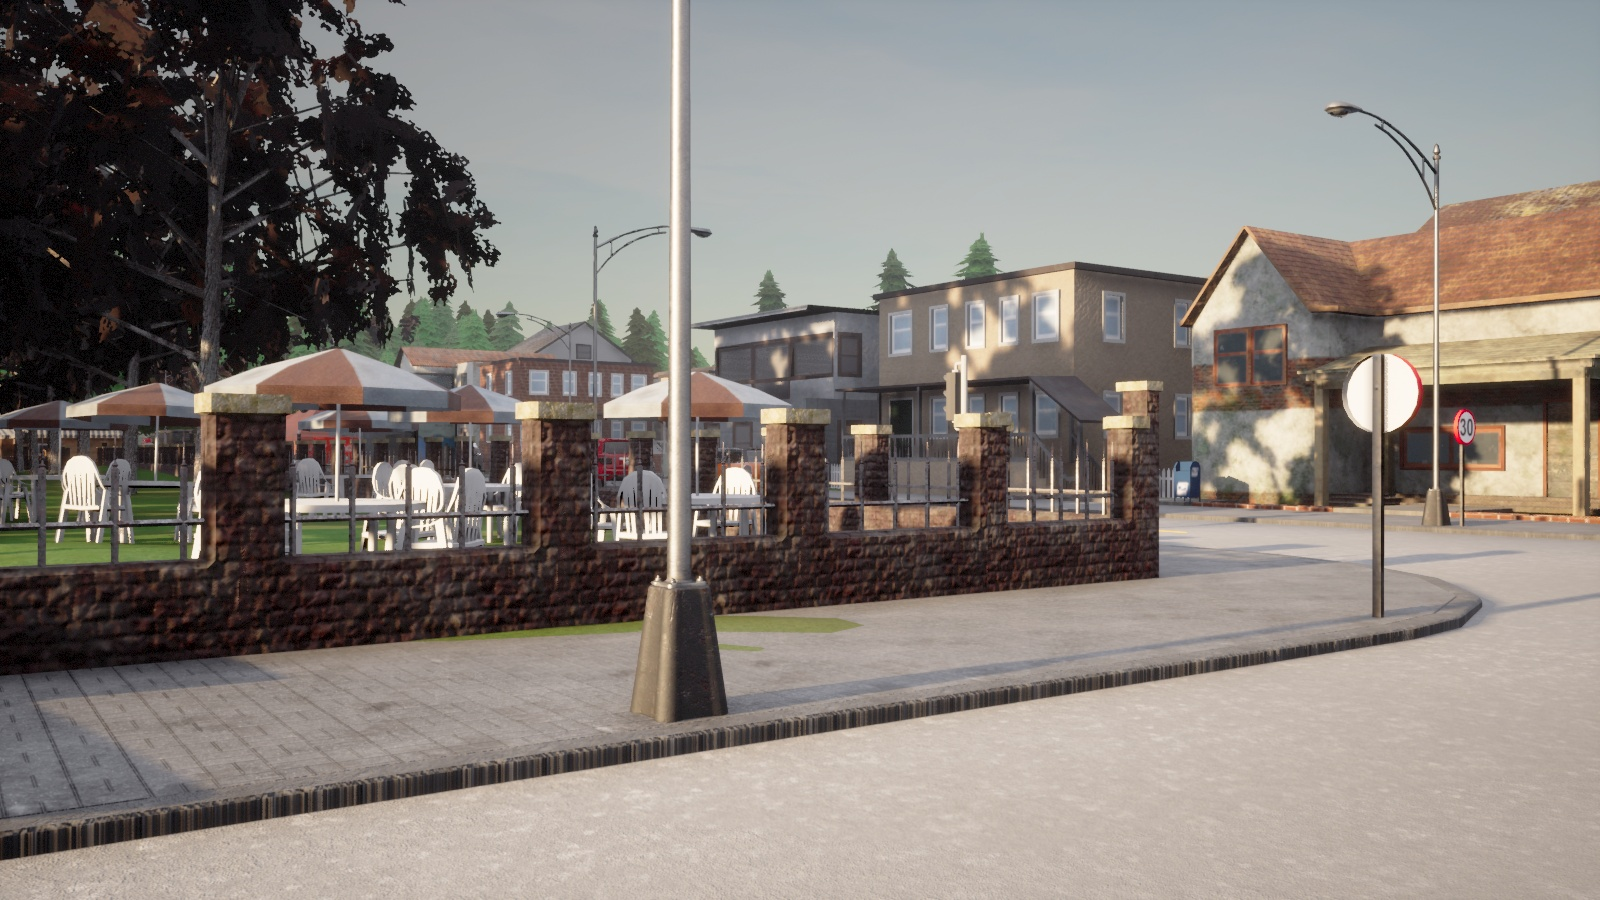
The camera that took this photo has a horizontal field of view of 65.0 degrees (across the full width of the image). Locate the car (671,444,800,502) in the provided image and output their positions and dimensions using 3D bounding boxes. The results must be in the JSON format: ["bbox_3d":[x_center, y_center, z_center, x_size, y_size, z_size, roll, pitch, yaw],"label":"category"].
[{"bbox_3d":[-2.155,0.708,40.806,2.097,1.767,4.553,0,0,-35],"label":"car"}]

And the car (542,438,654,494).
[{"bbox_3d":[-7.976,0.601,49.126,2.150,2.045,5.566,0,0,-35],"label":"car"}]

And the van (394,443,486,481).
[{"bbox_3d":[-19.905,0.680,69.632,2.069,2.038,4.480,-1,-1,41],"label":"van"}]

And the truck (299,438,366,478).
[{"bbox_3d":[-30.101,0.519,80.791,2.627,2.467,5.204,0,0,-37],"label":"truck"}]
